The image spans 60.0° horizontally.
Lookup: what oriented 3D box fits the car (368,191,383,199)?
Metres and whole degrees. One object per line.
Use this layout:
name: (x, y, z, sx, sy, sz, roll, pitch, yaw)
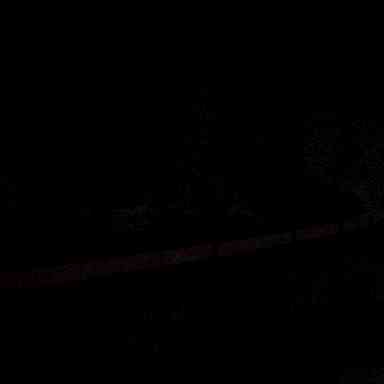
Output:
car: (37.862, 0.885, 67.849, 2.150, 2.045, 5.566, 0, 0, 10)
